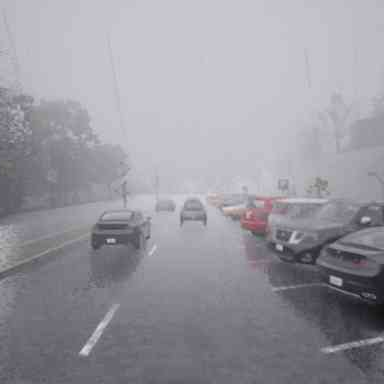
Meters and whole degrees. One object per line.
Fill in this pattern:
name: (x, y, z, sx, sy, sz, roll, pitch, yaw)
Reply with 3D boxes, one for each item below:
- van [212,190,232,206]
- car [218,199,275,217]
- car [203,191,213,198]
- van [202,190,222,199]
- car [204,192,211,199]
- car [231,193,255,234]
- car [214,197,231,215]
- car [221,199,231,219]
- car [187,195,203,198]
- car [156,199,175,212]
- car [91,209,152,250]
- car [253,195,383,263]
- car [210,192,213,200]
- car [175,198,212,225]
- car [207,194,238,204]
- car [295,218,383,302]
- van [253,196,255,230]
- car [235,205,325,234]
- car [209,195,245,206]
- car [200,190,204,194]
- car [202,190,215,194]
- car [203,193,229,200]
van: (4.962, 1.129, 37.072, 4.442, 1.987, 1.878, 0, 1, -20)
car: (5.094, 1.446, 31.171, 4.792, 1.488, 2.163, 1, 0, -20)
car: (4.893, 1.138, 51.977, 5.366, 1.575, 1.946, 0, 1, -20)
van: (4.957, 0.598, 81.818, 4.442, 1.987, 1.878, 1, 1, -20)
car: (4.892, 1.228, 46.011, 5.366, 1.575, 1.946, 0, 1, -20)
car: (5.098, 1.233, 16.245, 5.566, 2.045, 2.435, 1, 0, -20)
car: (4.895, 1.432, 28.101, 5.366, 1.575, 1.946, 1, 1, -20)
car: (5.040, 1.485, 25.174, 4.792, 1.488, 2.163, 1, 1, -20)
car: (0.096, 1.310, 41.487, 1.837, 1.490, 4.892, 0, 1, 0)
car: (-2.902, 1.427, 37.250, 1.994, 1.385, 4.181, 0, 1, 0)
car: (-2.902, 1.501, 14.350, 1.837, 1.490, 4.892, 0, 0, 0)
car: (5.047, 1.235, 10.249, 5.566, 2.045, 2.435, 1, 0, -20)
car: (5.039, 1.192, 40.100, 4.553, 1.767, 2.185, 0, 1, -20)
car: (0.097, 1.464, 24.099, 2.128, 1.511, 4.902, 0, 0, 0)
car: (5.061, 1.141, 55.026, 4.674, 1.452, 2.002, 1, 1, -20)
car: (5.063, 1.488, 7.281, 4.892, 1.521, 2.231, 1, 0, -20)
van: (4.964, 1.258, 13.202, 4.442, 1.987, 1.878, 1, 0, -20)
car: (5.064, 1.517, 19.217, 4.674, 1.452, 2.002, 1, 0, -20)
car: (5.092, 1.217, 49.073, 4.792, 1.488, 2.163, 0, 1, -20)
car: (5.094, 0.706, 66.964, 5.566, 2.045, 2.435, 1, 0, -20)
car: (5.074, 0.992, 63.965, 4.892, 1.521, 2.231, 1, 1, -20)
car: (5.070, 0.928, 69.931, 5.008, 1.535, 2.097, 1, 1, -20)
